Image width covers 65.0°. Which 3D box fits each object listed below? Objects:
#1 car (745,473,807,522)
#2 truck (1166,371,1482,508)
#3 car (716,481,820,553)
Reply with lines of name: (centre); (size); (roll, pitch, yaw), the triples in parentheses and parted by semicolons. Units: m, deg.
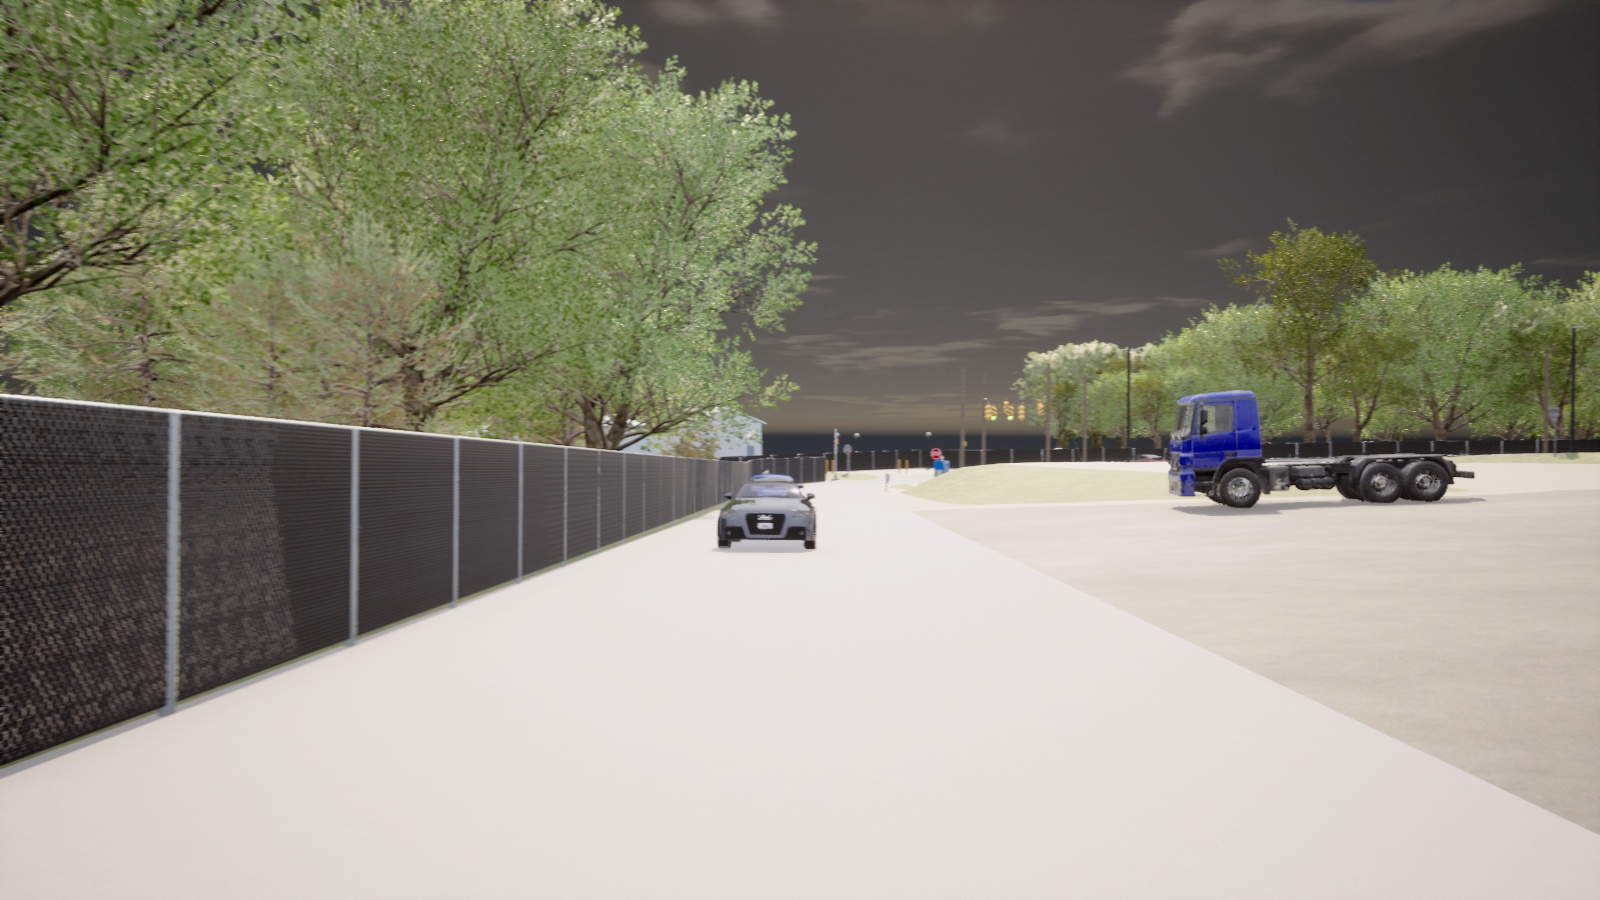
car: (-0.879, 1.572, 42.699); (1.882, 1.535, 5.008); (0, -1, -4)
truck: (15.073, -0.277, 36.732); (7.936, 3.462, 2.891); (-3, 0, 8)
car: (-0.591, 1.354, 26.640); (1.994, 1.385, 4.181); (0, -1, 1)
